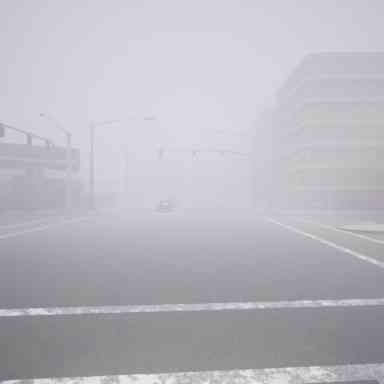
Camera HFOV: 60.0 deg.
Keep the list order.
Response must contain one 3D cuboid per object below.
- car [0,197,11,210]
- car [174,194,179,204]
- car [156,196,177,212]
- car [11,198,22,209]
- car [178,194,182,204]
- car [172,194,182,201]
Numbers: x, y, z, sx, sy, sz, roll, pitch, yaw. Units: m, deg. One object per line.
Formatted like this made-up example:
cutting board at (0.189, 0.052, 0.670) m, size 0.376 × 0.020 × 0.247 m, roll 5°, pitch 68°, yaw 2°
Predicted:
car at (-23.306, 1.294, 36.870) m, size 4.611 × 1.667 × 2.242 m, roll 0°, pitch 0°, yaw 1°
car at (-3.216, 1.504, 48.451) m, size 1.837 × 1.490 × 4.892 m, roll 0°, pitch 0°, yaw 0°
car at (-3.108, 1.547, 38.576) m, size 2.033 × 1.411 × 5.357 m, roll 0°, pitch 0°, yaw -1°
car at (-24.021, 1.455, 42.621) m, size 3.806 × 1.475 × 1.970 m, roll 0°, pitch 0°, yaw 1°
car at (-3.287, 1.563, 61.087) m, size 1.994 × 1.385 × 4.181 m, roll 0°, pitch 0°, yaw 0°
car at (-3.353, 1.312, 75.968) m, size 2.128 × 1.511 × 4.902 m, roll 0°, pitch 0°, yaw 0°
